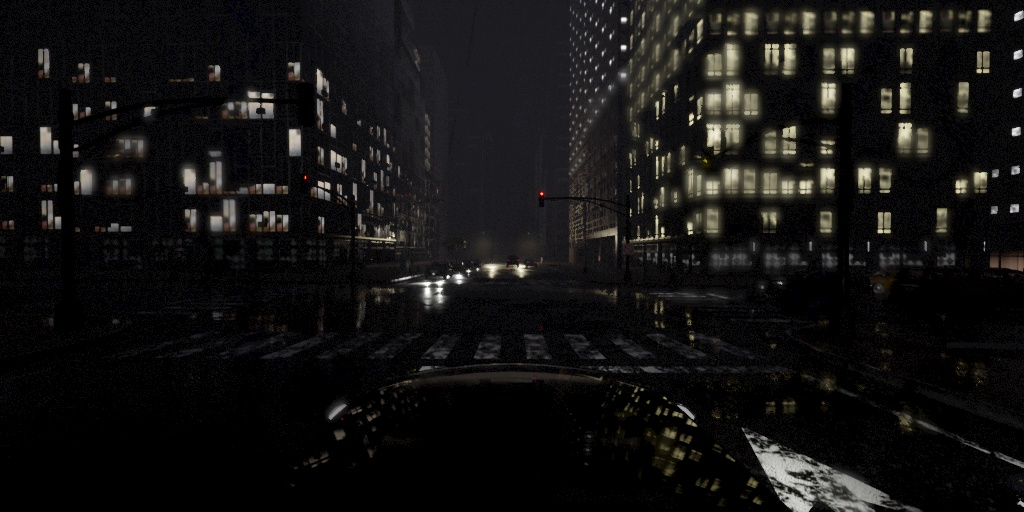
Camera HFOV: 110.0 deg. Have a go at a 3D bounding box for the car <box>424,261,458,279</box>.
[{"bbox_3d":[-6.533,1.225,32.344,2.128,1.511,4.902,0,0,0],"label":"car"}]

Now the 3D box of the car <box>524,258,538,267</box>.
[{"bbox_3d":[3.395,1.228,63.253,1.812,1.442,4.674,0,0,0],"label":"car"}]

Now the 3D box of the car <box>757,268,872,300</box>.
[{"bbox_3d":[15.279,1.357,18.270,4.902,1.511,2.128,1,1,2],"label":"car"}]

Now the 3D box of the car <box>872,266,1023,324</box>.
[{"bbox_3d":[16.215,1.281,12.439,5.009,1.841,2.192,0,0,1],"label":"car"}]

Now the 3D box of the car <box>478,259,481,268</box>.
[{"bbox_3d":[-6.419,1.182,61.737,1.882,1.535,5.008,0,0,1],"label":"car"}]

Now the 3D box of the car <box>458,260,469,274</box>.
[{"bbox_3d":[-6.510,1.326,41.626,1.895,1.301,4.718,0,0,0],"label":"car"}]

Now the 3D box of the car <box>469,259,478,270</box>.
[{"bbox_3d":[-6.479,1.263,51.397,2.033,1.411,5.357,0,0,0],"label":"car"}]

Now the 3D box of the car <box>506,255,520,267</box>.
[{"bbox_3d":[0.144,0.925,62.873,2.150,2.045,5.566,0,0,0],"label":"car"}]

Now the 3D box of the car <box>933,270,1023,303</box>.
[{"bbox_3d":[25.103,1.500,18.046,5.357,1.411,2.033,0,1,1],"label":"car"}]
